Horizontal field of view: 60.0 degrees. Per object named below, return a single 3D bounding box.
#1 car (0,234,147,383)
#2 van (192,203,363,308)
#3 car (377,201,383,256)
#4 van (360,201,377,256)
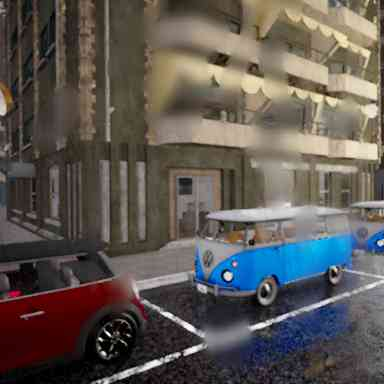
[{"bbox_3d":[-2.727,1.439,4.148,4.097,1.590,1.967,-1,1,-36],"label":"car"},{"bbox_3d":[1.897,1.257,7.461,3.998,1.788,1.690,-1,1,-36],"label":"van"},{"bbox_3d":[7.033,1.074,8.062,5.566,2.045,2.150,-1,0,-35],"label":"car"},{"bbox_3d":[6.521,1.175,10.775,3.998,1.788,1.690,-1,1,-36],"label":"van"}]
